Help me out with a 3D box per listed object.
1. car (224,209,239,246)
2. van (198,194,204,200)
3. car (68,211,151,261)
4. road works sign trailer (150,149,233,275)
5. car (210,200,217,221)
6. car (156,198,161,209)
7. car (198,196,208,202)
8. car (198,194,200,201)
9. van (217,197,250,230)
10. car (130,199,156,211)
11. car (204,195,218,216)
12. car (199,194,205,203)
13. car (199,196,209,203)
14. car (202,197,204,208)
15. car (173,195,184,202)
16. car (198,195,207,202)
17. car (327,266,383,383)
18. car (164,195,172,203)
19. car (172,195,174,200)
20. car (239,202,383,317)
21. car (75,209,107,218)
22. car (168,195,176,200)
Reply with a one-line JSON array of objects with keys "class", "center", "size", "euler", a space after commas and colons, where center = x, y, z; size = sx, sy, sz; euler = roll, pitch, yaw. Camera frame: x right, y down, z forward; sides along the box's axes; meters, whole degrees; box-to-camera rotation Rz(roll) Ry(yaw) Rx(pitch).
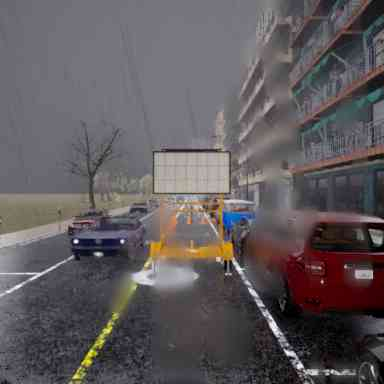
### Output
[{"class": "car", "center": [2.561, 1.569, 13.021], "size": [1.947, 1.339, 4.313], "euler": [1, 0, 0]}, {"class": "van", "center": [2.477, 1.369, 92.276], "size": [1.690, 1.788, 3.998], "euler": [1, 0, 0]}, {"class": "car", "center": [-2.862, 1.603, 12.404], "size": [1.895, 1.301, 4.718], "euler": [0, 0, 0]}, {"class": "road works sign trailer", "center": [-0.010, 0.466, 10.405], "size": [2.380, 3.560, 2.880], "euler": [0, 0, 0]}, {"class": "car", "center": [2.549, 1.530, 24.514], "size": [1.752, 1.417, 4.829], "euler": [1, 0, 0]}, {"class": "car", "center": [-5.356, 1.592, 46.433], "size": [1.802, 1.307, 4.206], "euler": [1, 0, 0]}, {"class": "car", "center": [2.493, 1.571, 75.293], "size": [2.008, 1.369, 4.403], "euler": [1, 0, 0]}, {"class": "car", "center": [2.506, 1.542, 64.141], "size": [1.752, 1.417, 4.829], "euler": [1, 0, 0]}, {"class": "van", "center": [2.557, 1.345, 18.683], "size": [1.690, 1.788, 3.998], "euler": [1, 0, 0]}, {"class": "car", "center": [-5.343, 1.573, 35.125], "size": [1.947, 1.339, 4.313], "euler": [1, 0, 0]}, {"class": "car", "center": [2.545, 1.321, 30.005], "size": [2.192, 1.841, 5.009], "euler": [1, 0, 0]}, {"class": "car", "center": [2.527, 1.325, 46.988], "size": [2.192, 1.841, 5.009], "euler": [1, 0, 0]}, {"class": "car", "center": [2.500, 1.544, 69.802], "size": [1.752, 1.417, 4.829], "euler": [1, 0, 0]}, {"class": "car", "center": [2.530, 1.591, 41.327], "size": [1.802, 1.307, 4.206], "euler": [1, 0, 0]}, {"class": "car", "center": [-2.835, 1.570, 80.289], "size": [2.033, 1.411, 5.357], "euler": [0, 0, 0]}, {"class": "car", "center": [2.488, 1.463, 80.954], "size": [1.967, 1.590, 4.097], "euler": [1, 0, 0]}, {"class": "car", "center": [2.573, 1.566, 1.699], "size": [1.947, 1.339, 4.313], "euler": [1, 0, 0]}, {"class": "car", "center": [-5.374, 1.541, 63.225], "size": [1.752, 1.417, 4.829], "euler": [1, 0, 0]}, {"class": "car", "center": [-5.399, 1.576, 86.011], "size": [2.008, 1.369, 4.403], "euler": [1, 0, 0]}, {"class": "car", "center": [2.570, 1.317, 7.361], "size": [2.192, 1.841, 5.009], "euler": [1, 0, 0]}, {"class": "car", "center": [-5.325, 1.586, 18.163], "size": [1.802, 1.307, 4.206], "euler": [1, 0, 0]}, {"class": "car", "center": [-5.405, 1.579, 91.665], "size": [2.008, 1.369, 4.403], "euler": [1, 0, 0]}]
